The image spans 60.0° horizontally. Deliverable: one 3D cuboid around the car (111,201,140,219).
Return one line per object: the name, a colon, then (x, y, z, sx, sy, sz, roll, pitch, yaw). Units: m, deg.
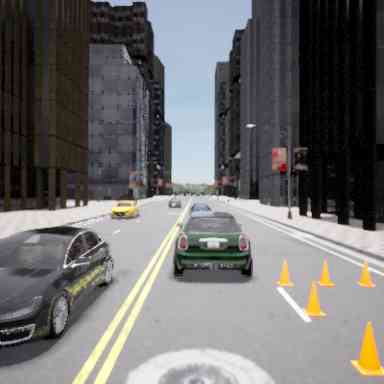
car: (-5.955, 1.552, 30.073, 1.882, 1.535, 5.008, 0, 0, 1)

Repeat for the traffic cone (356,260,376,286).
traffic cone: (4.318, 2.001, 8.269, 0.340, 0.580, 0.340, 0, 0, 1)

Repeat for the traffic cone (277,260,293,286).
traffic cone: (2.318, 1.993, 8.287, 0.340, 0.580, 0.340, 0, 0, 1)

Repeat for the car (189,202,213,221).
car: (0.735, 1.662, 29.017, 1.994, 1.385, 4.181, 0, 0, 1)

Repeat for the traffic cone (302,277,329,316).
traffic cone: (2.300, 1.986, 6.287, 0.340, 0.580, 0.340, 0, 0, 1)

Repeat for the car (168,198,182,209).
car: (-2.521, 1.638, 49.135, 2.128, 1.511, 4.902, 0, 0, 1)

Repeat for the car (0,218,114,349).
car: (-2.914, 1.515, 6.633, 1.837, 1.490, 4.892, 0, 0, 1)

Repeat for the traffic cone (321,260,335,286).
traffic cone: (3.318, 1.997, 8.278, 0.340, 0.580, 0.340, 0, 0, 1)

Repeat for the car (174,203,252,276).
car: (0.573, 1.390, 10.689, 2.097, 1.767, 4.553, 0, 0, 1)

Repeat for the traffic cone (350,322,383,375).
traffic cone: (2.282, 1.979, 4.287, 0.340, 0.580, 0.340, 0, 0, 1)
